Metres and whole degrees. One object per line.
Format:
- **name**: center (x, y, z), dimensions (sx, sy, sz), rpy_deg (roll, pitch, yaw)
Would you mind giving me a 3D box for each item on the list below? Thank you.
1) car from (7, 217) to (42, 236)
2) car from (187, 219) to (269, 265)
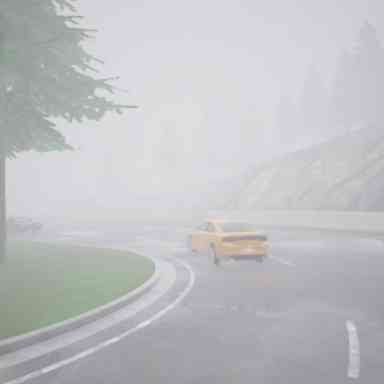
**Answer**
- **car**: center (-13.814, 2.620, 26.005), dimensions (4.718, 1.301, 1.895), rpy_deg (-2, -2, 36)
- **car**: center (1.226, 1.832, 13.335), dimensions (1.882, 1.535, 5.008), rpy_deg (1, -2, -15)
